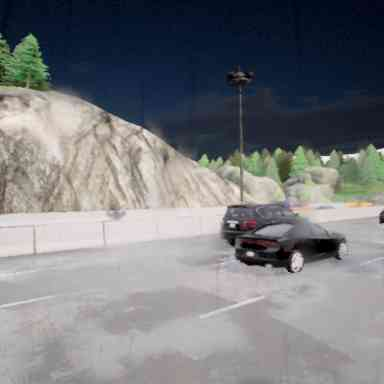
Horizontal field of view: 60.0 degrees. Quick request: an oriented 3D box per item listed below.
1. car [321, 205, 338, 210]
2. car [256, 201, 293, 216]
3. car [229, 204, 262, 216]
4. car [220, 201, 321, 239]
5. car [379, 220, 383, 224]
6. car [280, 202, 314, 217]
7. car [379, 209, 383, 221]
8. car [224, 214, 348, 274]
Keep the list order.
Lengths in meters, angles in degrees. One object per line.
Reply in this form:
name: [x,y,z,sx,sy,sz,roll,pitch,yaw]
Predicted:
car: [16.363,2.368,41.458,5.357,1.411,2.033,0,-2,-41]
car: [11.560,2.249,46.569,5.566,2.045,2.150,1,-2,-41]
car: [7.816,2.591,47.966,5.008,1.535,1.882,1,-2,-40]
car: [3.809,1.593,16.453,5.566,2.045,2.150,0,-2,-41]
car: [8.122,1.671,10.926,4.892,1.490,1.837,0,-2,-41]
car: [13.936,2.272,43.996,4.553,1.767,2.097,0,-2,-41]
car: [17.720,1.977,28.572,4.892,1.490,1.837,0,-2,-41]
car: [3.629,1.730,11.656,5.008,1.535,1.882,0,-2,-41]
